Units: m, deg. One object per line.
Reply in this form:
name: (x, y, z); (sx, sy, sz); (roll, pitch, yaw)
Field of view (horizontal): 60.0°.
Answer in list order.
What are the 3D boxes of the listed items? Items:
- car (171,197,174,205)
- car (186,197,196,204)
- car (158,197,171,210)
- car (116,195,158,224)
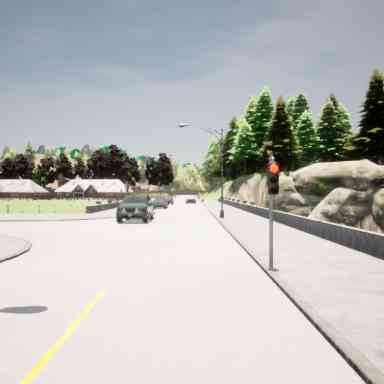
car: (-4.245, 1.547, 60.084); (2.033, 1.411, 5.357); (0, 0, 0)
car: (-0.180, 1.601, 63.408); (1.895, 1.301, 4.718); (0, 0, 0)
car: (-4.225, 1.525, 43.986); (1.812, 1.442, 4.674); (0, 0, 0)
car: (-4.170, 1.223, 25.126); (2.150, 2.045, 5.566); (0, 0, 0)
